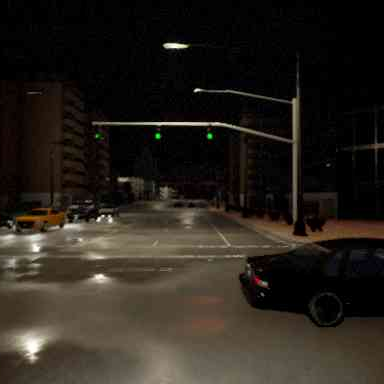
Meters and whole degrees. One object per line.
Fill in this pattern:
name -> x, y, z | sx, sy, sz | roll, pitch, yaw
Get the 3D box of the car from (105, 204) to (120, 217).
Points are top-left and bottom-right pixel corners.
car -> -10.625, 2.447, 42.915 | 1.812, 1.442, 4.674 | 0, -2, 0

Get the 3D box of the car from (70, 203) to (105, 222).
car -> -10.630, 2.140, 32.945 | 2.128, 1.511, 4.902 | 0, -1, 0

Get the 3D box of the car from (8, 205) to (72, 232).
car -> -10.621, 1.898, 23.682 | 1.882, 1.535, 5.008 | 0, -1, 0

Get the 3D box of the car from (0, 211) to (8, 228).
car -> -14.120, 1.967, 23.058 | 1.994, 1.385, 4.181 | 0, -1, 0

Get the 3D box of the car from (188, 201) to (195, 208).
car -> -0.098, 3.498, 87.664 | 2.128, 1.511, 4.902 | 0, 0, 0

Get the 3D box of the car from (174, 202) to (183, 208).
car -> -3.598, 3.328, 87.631 | 2.097, 1.767, 4.553 | 0, 0, 0

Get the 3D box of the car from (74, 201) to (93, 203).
car -> -14.120, 2.136, 42.644 | 2.150, 2.045, 5.566 | 0, -2, 0

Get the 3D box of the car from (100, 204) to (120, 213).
car -> -14.070, 2.807, 57.173 | 2.128, 1.511, 4.902 | 0, -2, 0

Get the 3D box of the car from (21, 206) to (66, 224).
car -> -14.130, 2.115, 31.980 | 2.128, 1.511, 4.902 | 0, -1, 0

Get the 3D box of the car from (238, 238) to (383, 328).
car -> 3.642, 1.645, 6.548 | 5.357, 1.411, 2.033 | 0, -1, 0
